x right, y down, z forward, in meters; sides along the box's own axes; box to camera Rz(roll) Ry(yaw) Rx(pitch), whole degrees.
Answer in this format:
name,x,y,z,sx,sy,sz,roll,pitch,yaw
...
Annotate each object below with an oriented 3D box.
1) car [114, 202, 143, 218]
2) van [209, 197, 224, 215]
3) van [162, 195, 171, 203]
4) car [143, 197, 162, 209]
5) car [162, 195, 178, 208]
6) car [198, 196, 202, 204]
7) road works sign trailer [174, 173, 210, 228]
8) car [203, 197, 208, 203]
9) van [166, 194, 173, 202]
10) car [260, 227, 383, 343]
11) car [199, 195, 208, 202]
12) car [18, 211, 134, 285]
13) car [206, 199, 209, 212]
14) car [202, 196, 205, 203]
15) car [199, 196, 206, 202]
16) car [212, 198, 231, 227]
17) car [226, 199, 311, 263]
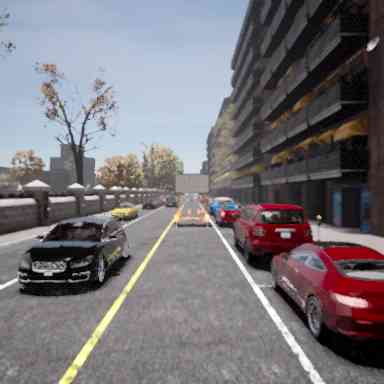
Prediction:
name,x,y,z,sx,sy,sz,roll,pitch,yaw
car,-5.692,1.564,28.667,1.752,1.417,4.829,0,0,0
van,2.688,1.380,28.838,1.690,1.788,3.998,0,0,0
van,-5.699,1.474,73.878,1.690,1.788,3.998,0,0,0
car,-5.695,1.630,45.729,1.947,1.339,4.313,0,0,0
car,-3.081,1.576,50.454,1.837,1.490,4.892,0,0,0
car,2.682,1.698,68.248,1.802,1.307,4.206,0,0,0
road works sign trailer,-0.003,0.493,22.658,2.380,3.560,2.880,0,0,0
car,2.686,1.607,40.099,2.008,1.369,4.403,0,0,0
van,-5.701,1.507,85.139,1.690,1.788,3.998,0,0,0
car,2.691,1.589,6.317,1.802,1.307,4.206,0,0,0
car,2.680,1.590,79.510,1.967,1.590,4.097,0,0,0
car,-3.102,1.515,9.605,1.837,1.490,4.892,0,0,0
car,2.687,1.613,34.468,1.947,1.339,4.313,0,0,0
car,2.686,1.609,45.730,1.887,1.381,4.507,0,0,0
car,2.679,1.748,85.140,1.802,1.307,4.206,0,0,0
car,2.688,1.470,23.207,1.967,1.590,4.097,0,0,0
car,2.690,1.329,11.947,2.192,1.841,5.009,0,0,0
